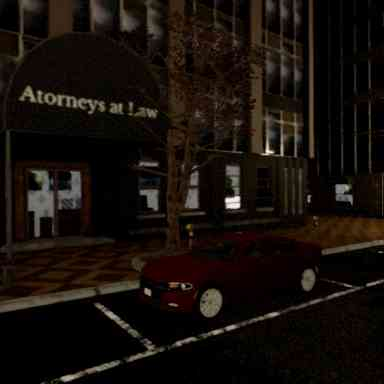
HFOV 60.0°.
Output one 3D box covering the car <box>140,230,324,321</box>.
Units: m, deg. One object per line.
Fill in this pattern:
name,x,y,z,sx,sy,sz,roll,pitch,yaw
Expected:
car,1.038,1.572,7.306,4.507,1.381,1.887,0,-1,-35
